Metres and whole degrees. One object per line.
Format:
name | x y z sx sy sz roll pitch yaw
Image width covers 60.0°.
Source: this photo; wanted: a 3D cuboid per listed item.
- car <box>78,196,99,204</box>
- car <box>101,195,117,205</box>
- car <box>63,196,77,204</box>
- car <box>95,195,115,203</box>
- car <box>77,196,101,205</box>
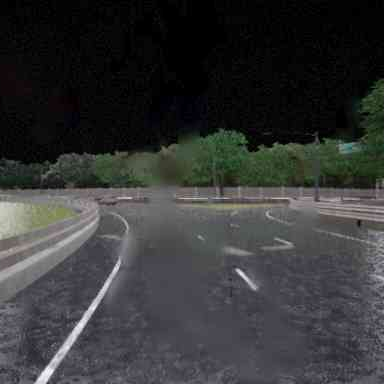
car | -20.975 1.547 67.364 2.033 1.411 5.357 0 0 -42
car | -15.139 1.612 59.613 1.994 1.385 4.181 0 0 -37
car | -23.659 1.516 65.118 1.837 1.490 4.892 0 0 -42
car | -18.290 1.477 69.610 1.882 1.535 5.008 0 0 -42
car | -17.758 1.618 57.277 1.994 1.385 4.181 0 0 -34
